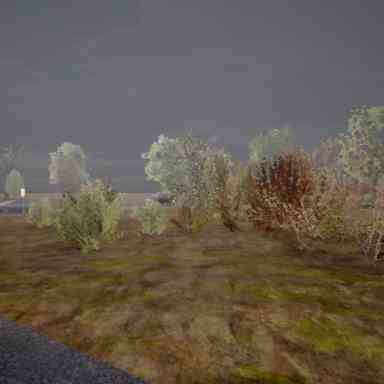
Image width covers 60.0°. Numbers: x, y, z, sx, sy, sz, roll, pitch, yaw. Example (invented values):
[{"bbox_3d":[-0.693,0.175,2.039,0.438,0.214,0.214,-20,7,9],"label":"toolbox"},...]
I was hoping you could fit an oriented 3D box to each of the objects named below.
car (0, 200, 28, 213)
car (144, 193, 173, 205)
[{"bbox_3d":[-19.651,1.570,36.538,1.994,1.385,4.181,0,0,37],"label":"car"},{"bbox_3d":[-5.483,1.246,54.897,2.150,2.045,5.566,0,0,39],"label":"car"}]
